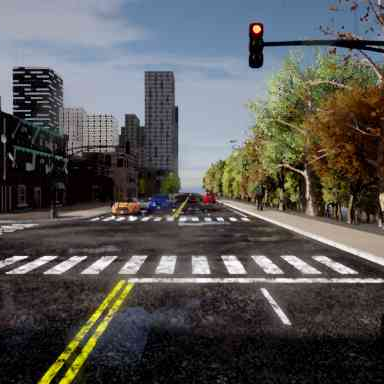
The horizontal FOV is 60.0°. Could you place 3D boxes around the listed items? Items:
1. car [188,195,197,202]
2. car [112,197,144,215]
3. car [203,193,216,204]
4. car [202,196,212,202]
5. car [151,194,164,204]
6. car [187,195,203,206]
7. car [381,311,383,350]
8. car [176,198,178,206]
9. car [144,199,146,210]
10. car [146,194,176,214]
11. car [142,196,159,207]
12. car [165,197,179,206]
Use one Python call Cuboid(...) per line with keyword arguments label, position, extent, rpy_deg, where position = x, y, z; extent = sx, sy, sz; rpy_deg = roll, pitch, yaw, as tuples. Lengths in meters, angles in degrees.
Cuboid(label="car", position=(0.125, 1.445, 76.516), extent=(1.882, 1.535, 5.008), rpy_deg=(0, 0, 0))
Cuboid(label="car", position=(-6.570, 1.341, 33.696), extent=(2.097, 1.767, 4.553), rpy_deg=(0, 0, 1))
Cuboid(label="car", position=(3.449, 1.196, 65.309), extent=(2.150, 2.045, 5.566), rpy_deg=(0, 0, 1))
Cuboid(label="car", position=(3.371, 1.521, 75.893), extent=(1.994, 1.385, 4.181), rpy_deg=(0, 0, 0))
Cuboid(label="car", position=(-6.457, 1.328, 62.742), extent=(2.097, 1.767, 4.553), rpy_deg=(0, 0, 1))
Cuboid(label="car", position=(0.184, 1.472, 53.281), extent=(2.128, 1.511, 4.902), rpy_deg=(0, 0, 0))
Cuboid(label="car", position=(3.355, 1.491, 2.362), extent=(2.128, 1.511, 4.902), rpy_deg=(0, 0, 0))
Cuboid(label="car", position=(-3.259, 1.336, 45.538), extent=(2.097, 1.767, 4.553), rpy_deg=(0, 0, 0))
Cuboid(label="car", position=(-6.518, 1.586, 42.682), extent=(1.895, 1.301, 4.718), rpy_deg=(0, 0, 0))
Cuboid(label="car", position=(-3.283, 1.210, 35.847), extent=(2.150, 2.045, 5.566), rpy_deg=(0, 0, 0))
Cuboid(label="car", position=(-6.503, 1.472, 52.686), extent=(2.128, 1.511, 4.902), rpy_deg=(0, 0, 0))
Cuboid(label="car", position=(-3.249, 1.580, 54.879), extent=(1.895, 1.301, 4.718), rpy_deg=(0, 0, 0))
